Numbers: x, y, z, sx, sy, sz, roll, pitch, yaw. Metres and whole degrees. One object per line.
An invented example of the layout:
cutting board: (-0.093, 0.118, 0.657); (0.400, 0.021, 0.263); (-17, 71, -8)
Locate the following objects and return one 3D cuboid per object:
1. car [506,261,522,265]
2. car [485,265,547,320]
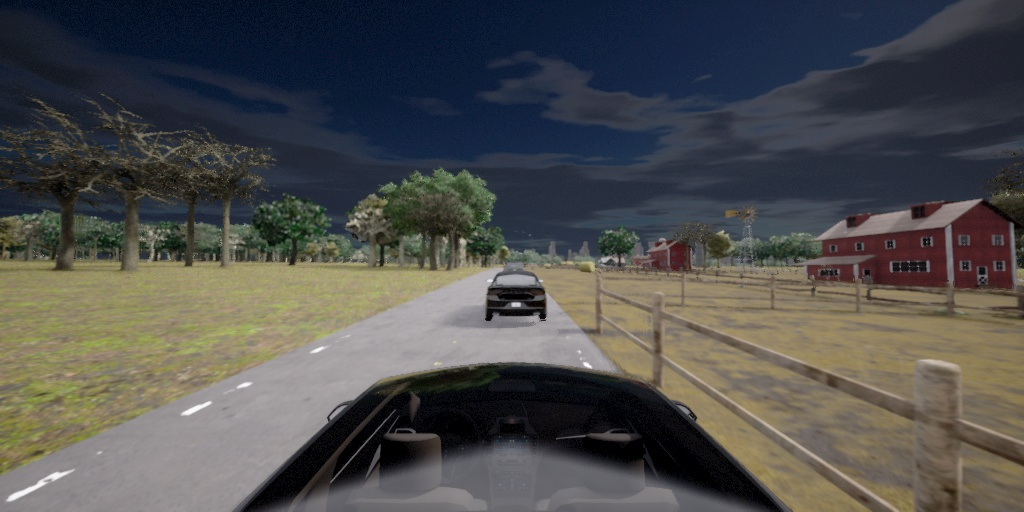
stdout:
car: (0.195, 1.272, 32.857); (2.097, 1.767, 4.553); (0, -1, 0)
car: (0.129, 1.248, 12.699); (1.882, 1.535, 5.008); (0, 0, 0)
